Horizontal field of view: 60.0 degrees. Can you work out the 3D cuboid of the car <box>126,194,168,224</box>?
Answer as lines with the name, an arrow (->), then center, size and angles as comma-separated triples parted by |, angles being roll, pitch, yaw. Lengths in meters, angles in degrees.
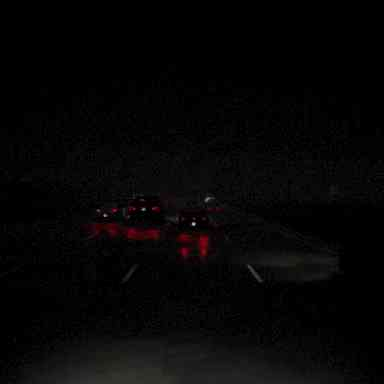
car -> -3.393, 1.346, 26.023 | 2.150, 2.045, 5.566 | 0, 0, 0

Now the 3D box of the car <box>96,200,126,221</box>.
car -> -6.892, 1.665, 28.738 | 1.812, 1.442, 4.674 | 0, 0, 0

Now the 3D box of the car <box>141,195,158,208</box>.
car -> -6.987, 1.488, 55.262 | 2.150, 2.045, 5.566 | 0, 0, 0

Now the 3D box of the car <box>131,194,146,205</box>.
car -> -10.485, 1.483, 65.683 | 2.150, 2.045, 5.566 | 0, 0, 0

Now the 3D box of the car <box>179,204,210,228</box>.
car -> 0.105, 1.712, 22.907 | 1.895, 1.301, 4.718 | 0, 0, 0

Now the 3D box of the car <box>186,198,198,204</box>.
car -> 0.013, 1.795, 55.785 | 1.812, 1.442, 4.674 | 0, 0, 0

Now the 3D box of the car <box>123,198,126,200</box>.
car -> -10.487, 1.758, 55.232 | 2.128, 1.511, 4.902 | 0, 0, 0

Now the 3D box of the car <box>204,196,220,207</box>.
car -> 3.513, 1.795, 55.784 | 1.812, 1.442, 4.674 | 0, 0, 0

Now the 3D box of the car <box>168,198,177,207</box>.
car -> -3.487, 1.744, 55.230 | 1.882, 1.535, 5.008 | 0, 0, 0

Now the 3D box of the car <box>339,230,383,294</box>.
car -> 5.456, 1.252, 6.238 | 2.150, 2.045, 5.566 | 0, 0, -21

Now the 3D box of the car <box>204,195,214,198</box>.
car -> 3.515, 1.510, 65.680 | 2.150, 2.045, 5.566 | 0, 0, 0
